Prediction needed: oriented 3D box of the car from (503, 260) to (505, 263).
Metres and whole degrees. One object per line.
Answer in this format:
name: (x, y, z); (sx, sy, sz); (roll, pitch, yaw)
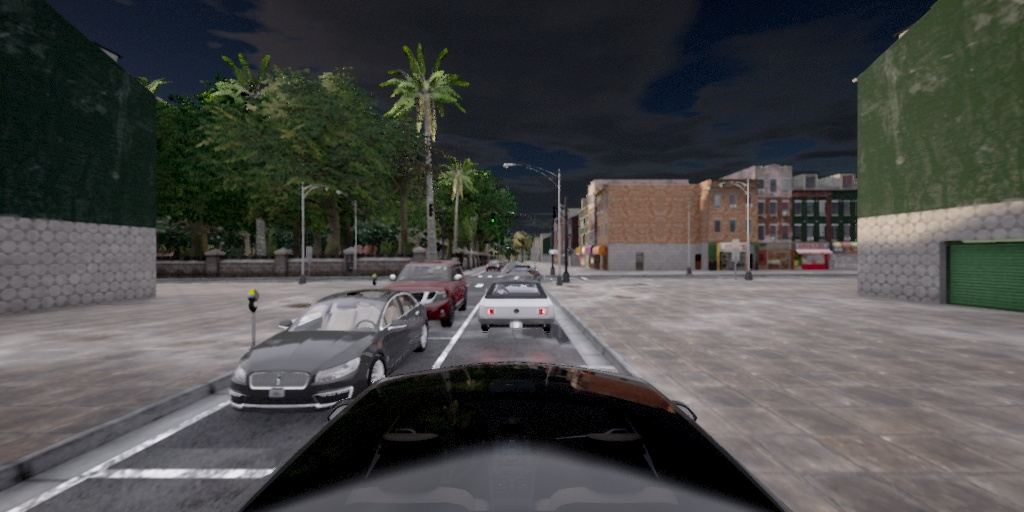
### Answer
car: (-2.589, 1.328, 55.501); (1.967, 1.591, 4.097); (0, 0, 0)

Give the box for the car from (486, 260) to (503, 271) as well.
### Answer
car: (-2.595, 1.302, 49.813); (1.967, 1.591, 4.097); (0, 0, 0)

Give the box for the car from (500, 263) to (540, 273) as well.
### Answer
car: (0.838, 1.340, 24.774); (1.994, 1.385, 4.181); (0, 0, 14)

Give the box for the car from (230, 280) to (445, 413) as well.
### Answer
car: (-2.635, 1.302, 6.204); (2.007, 1.370, 4.403); (0, 0, 0)

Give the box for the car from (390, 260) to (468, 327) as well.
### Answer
car: (-2.630, 1.070, 11.667); (2.192, 1.841, 5.009); (0, 0, 0)

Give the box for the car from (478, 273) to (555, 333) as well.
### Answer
car: (0.107, 1.355, 10.792); (1.895, 1.301, 4.718); (0, 0, 0)
